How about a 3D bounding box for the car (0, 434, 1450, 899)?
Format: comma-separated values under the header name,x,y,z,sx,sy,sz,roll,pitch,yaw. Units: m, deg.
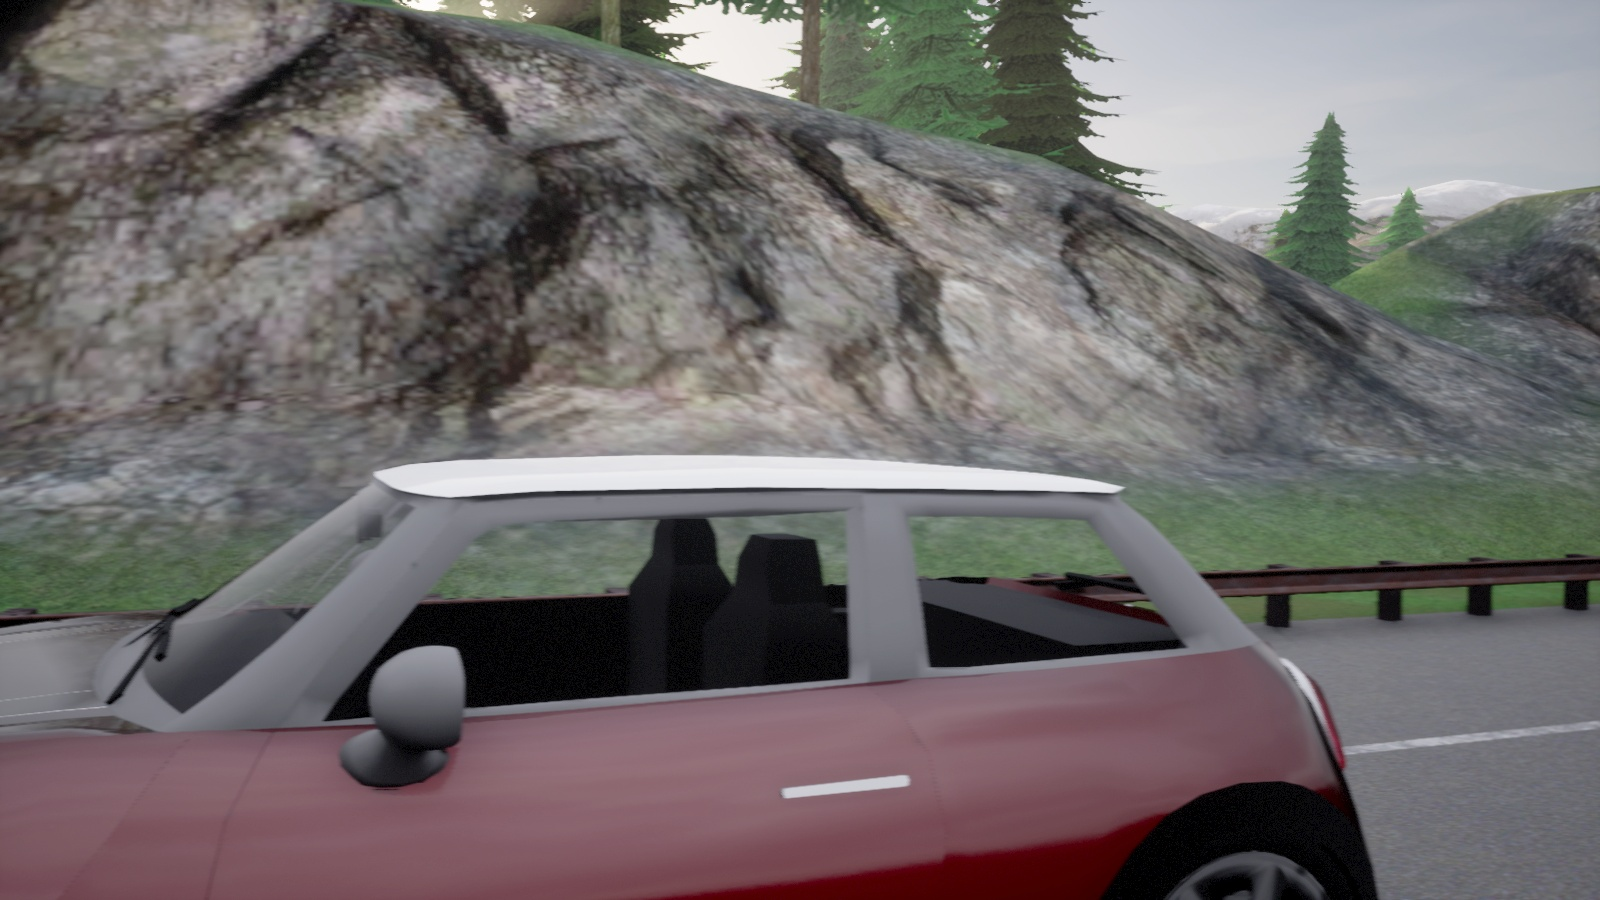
name,x,y,z,sx,sy,sz,roll,pitch,yaw
car,-0.721,0.723,2.965,3.806,1.475,1.970,-1,1,-21
